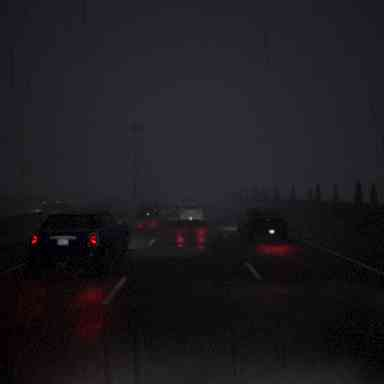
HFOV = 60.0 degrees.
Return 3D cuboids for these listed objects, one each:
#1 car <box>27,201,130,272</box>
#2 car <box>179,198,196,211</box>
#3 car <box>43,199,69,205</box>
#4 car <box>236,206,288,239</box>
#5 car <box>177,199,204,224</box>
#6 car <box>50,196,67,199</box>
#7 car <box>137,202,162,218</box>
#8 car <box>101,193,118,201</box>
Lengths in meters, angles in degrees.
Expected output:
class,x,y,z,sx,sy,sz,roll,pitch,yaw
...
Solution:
class,x,y,z,sx,sy,sz,roll,pitch,yaw
car,-3.423,1.347,10.923,2.097,1.767,4.553,0,0,0
car,-0.613,1.530,41.206,2.033,1.411,5.357,0,0,-2
car,-10.900,1.553,27.030,1.994,1.385,4.181,0,0,-2
car,3.510,1.498,17.172,1.837,1.490,4.892,0,0,-1
car,-0.146,1.515,24.255,1.812,1.442,4.674,0,0,-1
car,-18.393,1.332,45.208,2.097,1.767,4.553,0,0,-1
car,-3.803,1.588,30.342,1.895,1.301,4.718,0,0,-2
car,-15.336,1.301,62.351,2.150,2.045,5.566,0,0,-2
